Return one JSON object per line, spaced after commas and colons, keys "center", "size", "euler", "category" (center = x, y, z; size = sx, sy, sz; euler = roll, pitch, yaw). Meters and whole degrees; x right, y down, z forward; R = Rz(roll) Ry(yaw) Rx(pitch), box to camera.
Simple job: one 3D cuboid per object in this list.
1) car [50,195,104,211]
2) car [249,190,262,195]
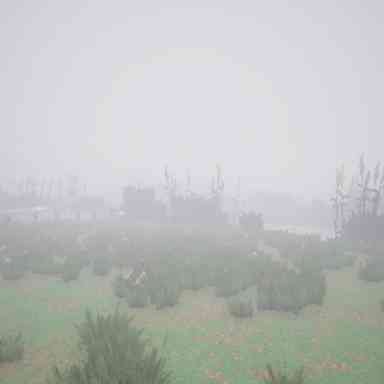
{"center": [-10.397, 1.117, 30.321], "size": [1.837, 1.490, 4.892], "euler": [0, 3, 41], "category": "car"}
{"center": [10.296, 0.772, 47.458], "size": [2.150, 2.045, 5.566], "euler": [0, -2, 44], "category": "car"}
